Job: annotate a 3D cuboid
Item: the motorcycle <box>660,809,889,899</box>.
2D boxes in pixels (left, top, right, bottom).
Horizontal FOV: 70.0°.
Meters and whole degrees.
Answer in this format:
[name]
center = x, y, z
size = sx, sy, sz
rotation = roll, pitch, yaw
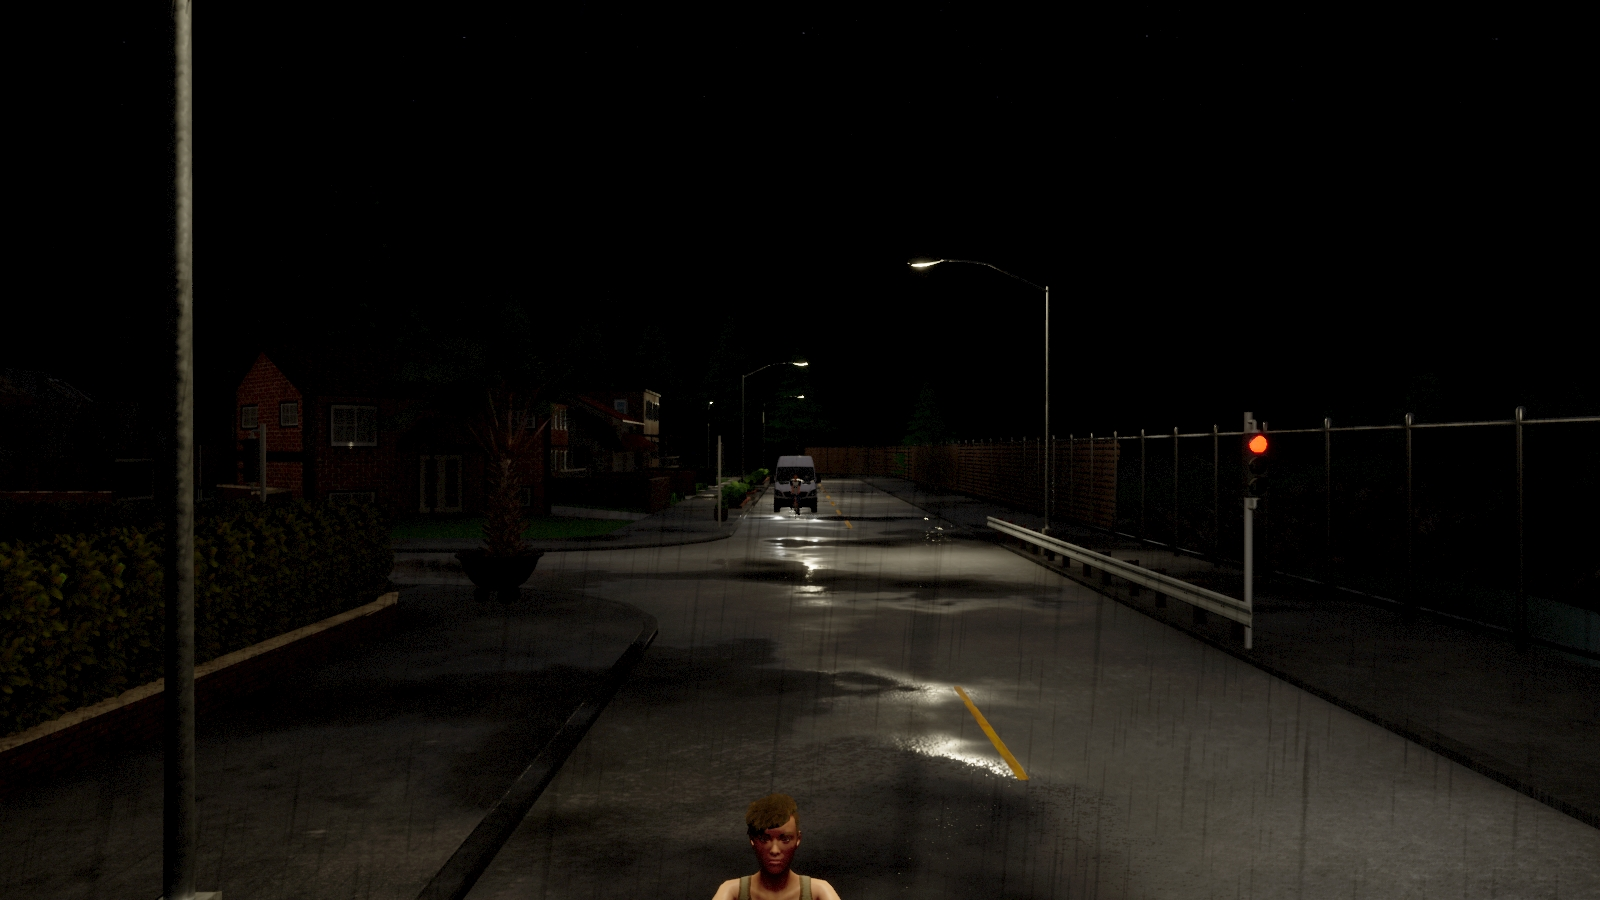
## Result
[motorcycle]
center = -0.084, 2.157, 3.590
size = 0.764, 1.307, 2.356
rotation = 0, 0, -1
